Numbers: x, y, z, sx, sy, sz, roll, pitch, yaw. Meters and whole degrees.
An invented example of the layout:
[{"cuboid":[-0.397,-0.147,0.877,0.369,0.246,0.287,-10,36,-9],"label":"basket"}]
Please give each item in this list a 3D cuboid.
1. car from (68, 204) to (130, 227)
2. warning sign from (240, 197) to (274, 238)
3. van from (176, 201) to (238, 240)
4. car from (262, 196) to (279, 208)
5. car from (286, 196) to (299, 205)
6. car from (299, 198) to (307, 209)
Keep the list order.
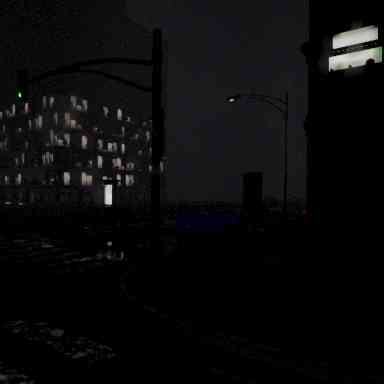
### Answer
[{"cuboid":[-5.955,1.467,21.852,1.947,1.339,4.313,1,1,35],"label":"car"},{"cuboid":[3.157,1.177,16.097,1.300,1.860,1.060,1,1,35],"label":"warning sign"},{"cuboid":[0.875,1.368,16.991,1.690,1.788,3.998,1,1,35],"label":"van"},{"cuboid":[10.083,1.294,44.390,1.967,1.590,4.097,1,1,35],"label":"car"},{"cuboid":[16.399,1.364,53.269,1.752,1.417,4.829,1,1,35],"label":"car"},{"cuboid":[15.639,1.442,42.313,1.837,1.490,4.892,1,1,36],"label":"car"}]
